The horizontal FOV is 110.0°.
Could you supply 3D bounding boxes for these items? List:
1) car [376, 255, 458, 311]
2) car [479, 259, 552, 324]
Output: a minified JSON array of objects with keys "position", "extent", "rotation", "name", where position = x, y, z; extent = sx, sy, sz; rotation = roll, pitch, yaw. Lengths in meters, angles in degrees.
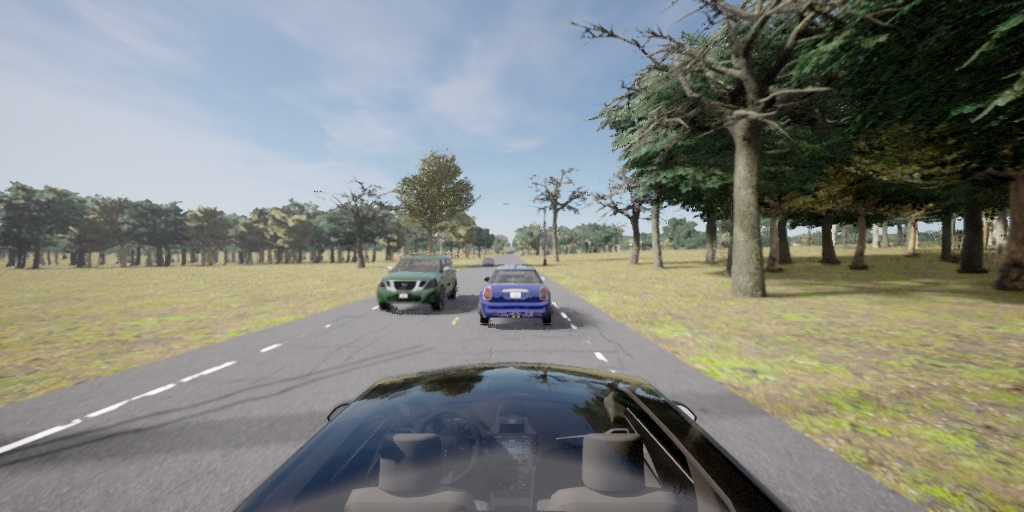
[{"position":[-3.602,0.962,14.682],"extent":[2.150,2.045,5.566],"rotation":[0,0,0],"name":"car"},{"position":[0.099,1.100,12.061],"extent":[2.097,1.767,4.553],"rotation":[0,0,0],"name":"car"}]
